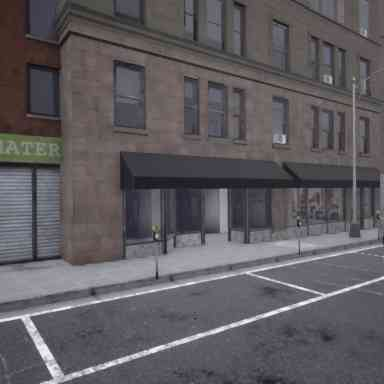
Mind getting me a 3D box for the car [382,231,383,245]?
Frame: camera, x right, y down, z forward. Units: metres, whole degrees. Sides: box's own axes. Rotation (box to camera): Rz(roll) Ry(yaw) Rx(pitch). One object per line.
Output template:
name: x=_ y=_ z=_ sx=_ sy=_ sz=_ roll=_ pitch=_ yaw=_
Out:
car: x=9.271 y=1.540 z=13.189 sx=4.507 sy=1.381 sz=1.887 roll=0 pitch=-1 yaw=-36
